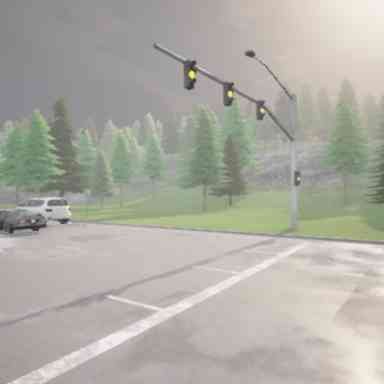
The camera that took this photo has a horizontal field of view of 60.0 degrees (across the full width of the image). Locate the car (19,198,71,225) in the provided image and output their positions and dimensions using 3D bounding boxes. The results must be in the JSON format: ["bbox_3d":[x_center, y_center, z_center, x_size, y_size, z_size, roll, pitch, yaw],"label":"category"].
[{"bbox_3d":[-11.411,1.447,25.025,5.566,2.045,2.150,0,0,36],"label":"car"}]

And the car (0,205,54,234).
[{"bbox_3d":[-11.158,1.745,20.545,5.357,1.411,2.033,-1,0,35],"label":"car"}]
